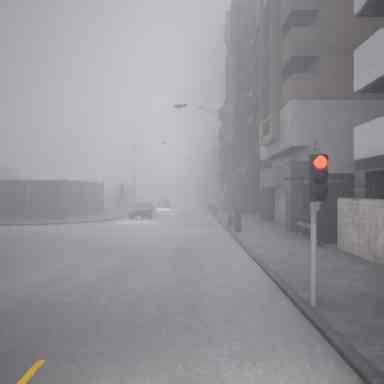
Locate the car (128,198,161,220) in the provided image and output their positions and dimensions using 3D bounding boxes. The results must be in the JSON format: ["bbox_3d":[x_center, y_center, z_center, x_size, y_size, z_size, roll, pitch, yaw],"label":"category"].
[{"bbox_3d":[-4.130,1.547,28.467,2.033,1.411,5.357,0,0,0],"label":"car"}]

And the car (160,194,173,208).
[{"bbox_3d":[-4.124,1.491,48.712,2.128,1.511,4.902,0,0,0],"label":"car"}]
